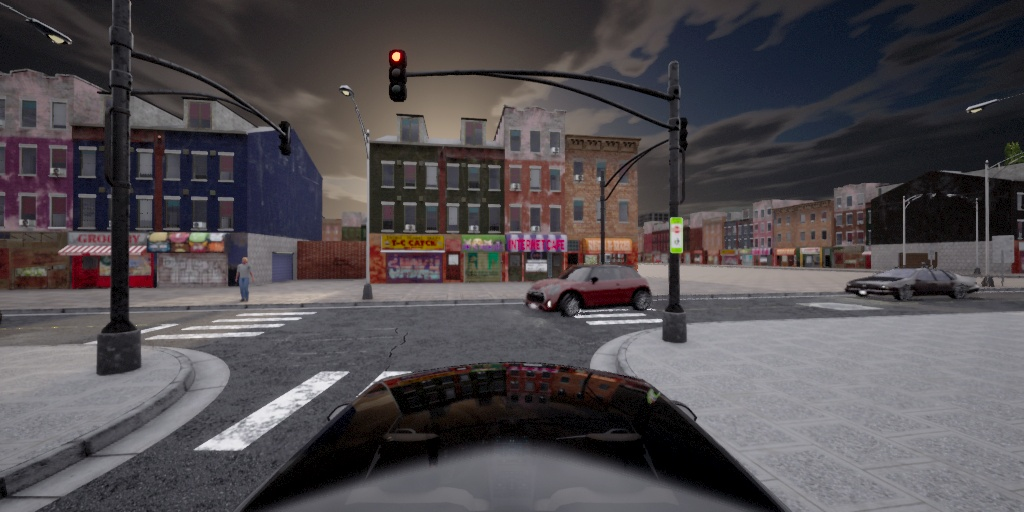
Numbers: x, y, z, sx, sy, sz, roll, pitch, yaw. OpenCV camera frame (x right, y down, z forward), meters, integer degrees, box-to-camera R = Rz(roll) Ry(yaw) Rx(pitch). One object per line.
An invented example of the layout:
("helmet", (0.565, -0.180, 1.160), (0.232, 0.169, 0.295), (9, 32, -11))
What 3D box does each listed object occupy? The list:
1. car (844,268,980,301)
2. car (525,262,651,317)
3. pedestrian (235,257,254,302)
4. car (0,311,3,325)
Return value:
("car", (18.489, 1.253, 16.617), (5.357, 1.411, 2.033), (0, 0, -9))
("car", (2.762, 1.094, 13.058), (4.553, 1.767, 2.097), (0, 0, -24))
("pedestrian", (-11.107, 0.945, 14.926), (0.375, 1.860, 0.375), (0, 0, -9))
("car", (-15.410, 1.277, 8.332), (4.902, 1.511, 2.128), (0, 0, -8))
